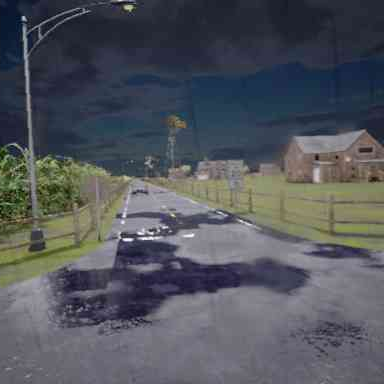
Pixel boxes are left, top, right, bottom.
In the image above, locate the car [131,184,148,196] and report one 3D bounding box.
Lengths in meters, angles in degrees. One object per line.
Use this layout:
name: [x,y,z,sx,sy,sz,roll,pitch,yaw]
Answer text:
car: [-6.717,-0.307,42.454,1.994,1.385,4.181,-3,3,-10]
